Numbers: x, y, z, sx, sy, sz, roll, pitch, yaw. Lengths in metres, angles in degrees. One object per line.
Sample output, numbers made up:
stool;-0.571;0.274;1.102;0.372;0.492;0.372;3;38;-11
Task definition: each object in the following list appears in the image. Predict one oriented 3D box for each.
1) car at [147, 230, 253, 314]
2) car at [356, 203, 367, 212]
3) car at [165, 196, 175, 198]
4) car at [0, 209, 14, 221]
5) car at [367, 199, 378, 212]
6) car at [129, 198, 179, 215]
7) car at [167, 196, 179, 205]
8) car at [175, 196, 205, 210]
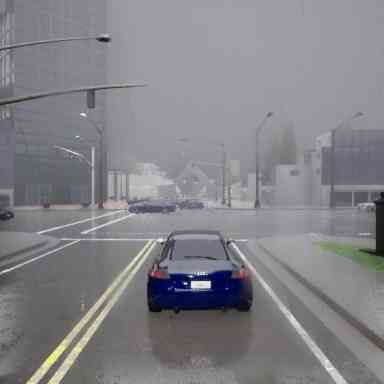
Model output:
car;0.093;1.564;7.727;1.994;1.385;4.181;0;0;-2
car;20.770;1.477;37.123;4.674;1.442;1.812;0;0;-2
car;-3.553;1.491;51.205;2.128;1.511;4.902;0;0;0
car;-16.378;1.672;26.147;4.181;1.385;1.994;-1;0;0
car;20.529;1.515;33.608;4.181;1.385;1.994;0;0;0
car;-3.967;1.554;33.434;4.674;1.442;1.812;0;0;0
car;-3.500;1.505;61.605;1.837;1.490;4.892;0;0;1
car;-0.084;1.554;42.374;2.033;1.411;5.357;0;0;-20
